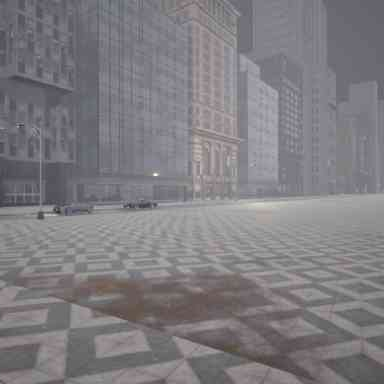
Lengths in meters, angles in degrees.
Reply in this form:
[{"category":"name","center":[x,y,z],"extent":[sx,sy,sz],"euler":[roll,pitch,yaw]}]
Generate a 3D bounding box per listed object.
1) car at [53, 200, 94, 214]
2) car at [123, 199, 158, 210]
[{"category":"car","center":[-12.460,1.577,35.163],"extent":[1.994,1.385,4.181],"euler":[0,0,37]},{"category":"car","center":[-6.688,1.600,43.272],"extent":[1.895,1.301,4.718],"euler":[0,0,36]}]
